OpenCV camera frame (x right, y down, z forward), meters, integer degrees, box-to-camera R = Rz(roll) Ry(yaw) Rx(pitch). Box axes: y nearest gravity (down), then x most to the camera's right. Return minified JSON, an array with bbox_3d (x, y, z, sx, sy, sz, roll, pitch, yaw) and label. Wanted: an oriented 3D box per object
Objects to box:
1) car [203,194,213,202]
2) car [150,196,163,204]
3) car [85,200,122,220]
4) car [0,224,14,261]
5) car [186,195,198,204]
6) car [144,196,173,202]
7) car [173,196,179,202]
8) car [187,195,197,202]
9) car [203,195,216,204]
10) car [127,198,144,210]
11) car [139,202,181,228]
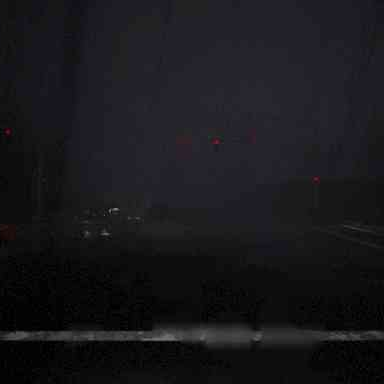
[{"bbox_3d":[3.508,1.355,74.416,2.097,1.767,4.553,0,0,0],"label":"car"},{"bbox_3d":[-7.019,1.548,66.581,2.033,1.411,5.357,0,0,0],"label":"car"},{"bbox_3d":[-7.422,1.510,28.289,1.837,1.490,4.892,0,0,5],"label":"car"},{"bbox_3d":[-7.102,1.505,9.493,1.882,1.535,5.008,0,0,0],"label":"car"},{"bbox_3d":[0.005,1.505,63.727,1.837,1.490,4.892,0,0,0],"label":"car"},{"bbox_3d":[-3.596,1.493,36.717,2.128,1.511,4.902,0,0,0],"label":"car"},{"bbox_3d":[-3.596,1.546,51.962,2.033,1.411,5.357,0,0,0],"label":"car"},{"bbox_3d":[0.005,1.413,73.837,1.994,1.385,4.181,0,0,0],"label":"car"},{"bbox_3d":[3.610,1.547,64.194,2.033,1.411,5.357,0,0,0],"label":"car"},{"bbox_3d":[-7.097,1.491,42.581,2.128,1.511,4.902,0,0,0],"label":"car"},{"bbox_3d":[-2.159,1.598,22.718,1.994,1.385,4.181,0,0,-17],"label":"car"}]
